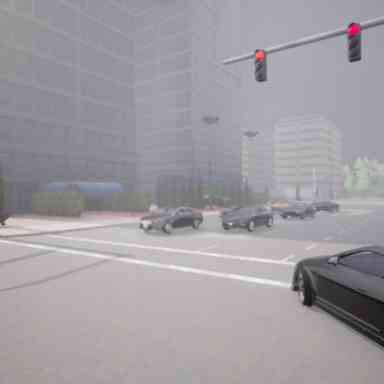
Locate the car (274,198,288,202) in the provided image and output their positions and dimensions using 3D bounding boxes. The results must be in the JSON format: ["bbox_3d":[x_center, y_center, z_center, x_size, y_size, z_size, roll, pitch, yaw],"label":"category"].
[{"bbox_3d":[9.833,1.497,36.202,2.097,1.767,4.553,-1,0,35],"label":"car"}]

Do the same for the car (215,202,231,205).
[{"bbox_3d":[4.132,1.744,28.102,1.895,1.301,4.718,-1,0,35],"label":"car"}]

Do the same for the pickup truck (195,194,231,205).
[{"bbox_3d":[2.725,1.347,48.751,6.274,2.098,2.390,0,0,-24],"label":"pickup truck"}]

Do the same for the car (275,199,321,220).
[{"bbox_3d":[9.591,1.652,29.785,2.033,1.411,5.357,-1,0,35],"label":"car"}]

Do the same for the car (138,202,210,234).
[{"bbox_3d":[-1.195,1.633,20.524,2.128,1.511,4.902,-1,0,35],"label":"car"}]

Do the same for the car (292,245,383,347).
[{"bbox_3d":[3.380,1.568,5.561,1.994,1.385,4.181,-1,0,-10],"label":"car"}]

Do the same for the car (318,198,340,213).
[{"bbox_3d":[15.439,1.707,38.066,1.895,1.301,4.718,-1,0,35],"label":"car"}]

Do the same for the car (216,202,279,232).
[{"bbox_3d":[3.612,1.609,21.280,1.837,1.490,4.892,-1,0,35],"label":"car"}]
